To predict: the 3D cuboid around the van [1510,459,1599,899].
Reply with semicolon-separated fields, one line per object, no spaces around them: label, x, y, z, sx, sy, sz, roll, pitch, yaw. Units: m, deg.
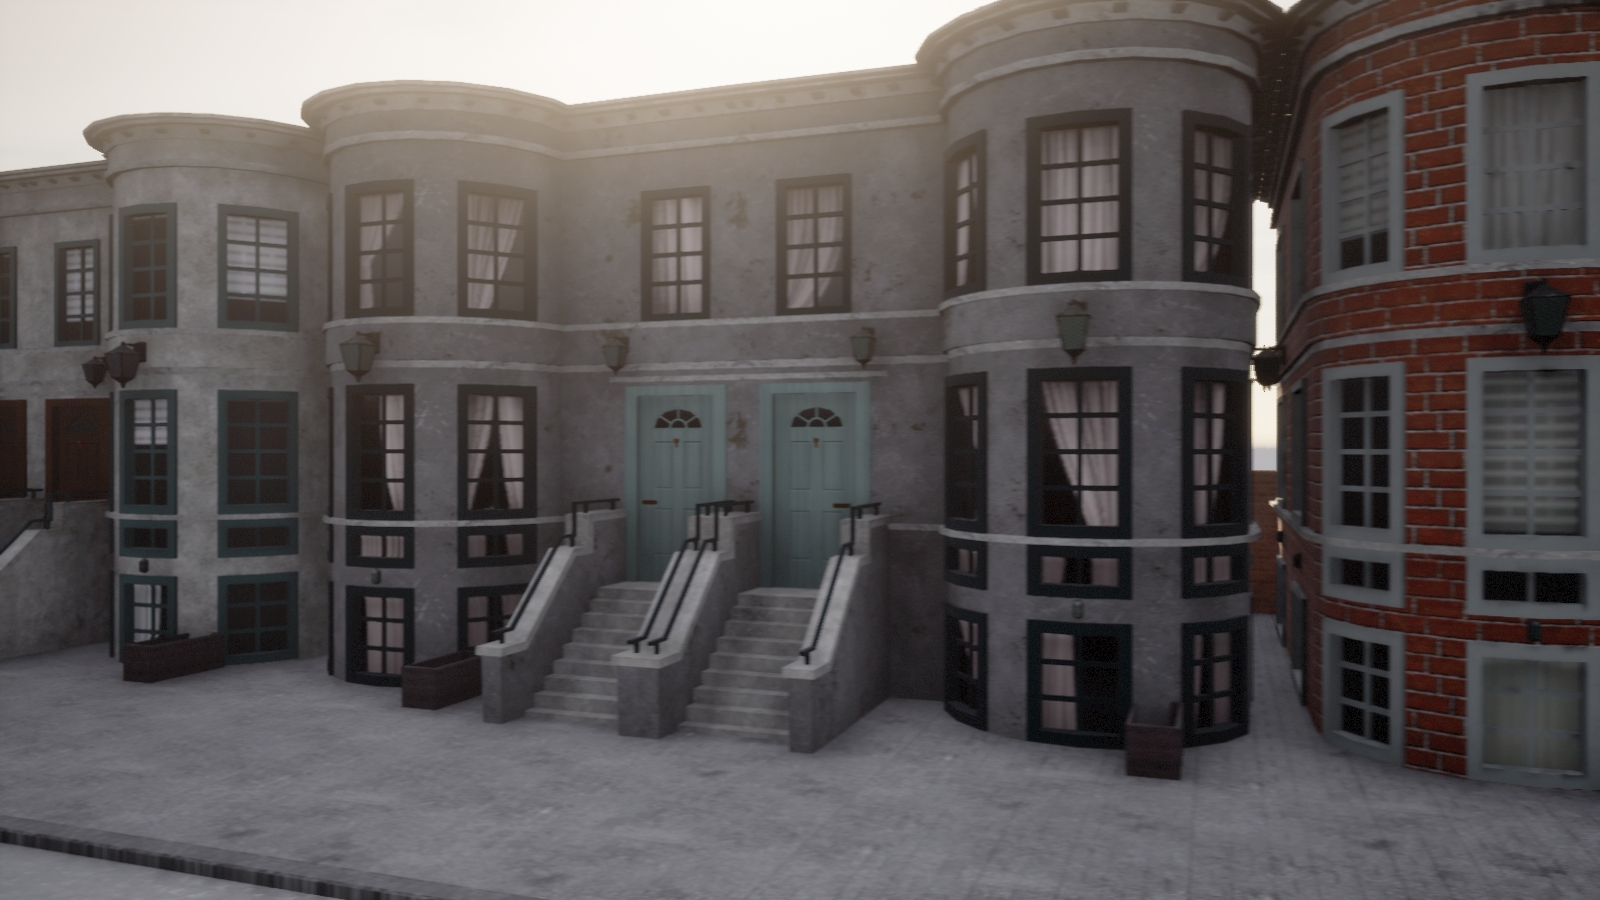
van;4.922;1.314;2.049;5.915;2.561;1.988;0;0;20
